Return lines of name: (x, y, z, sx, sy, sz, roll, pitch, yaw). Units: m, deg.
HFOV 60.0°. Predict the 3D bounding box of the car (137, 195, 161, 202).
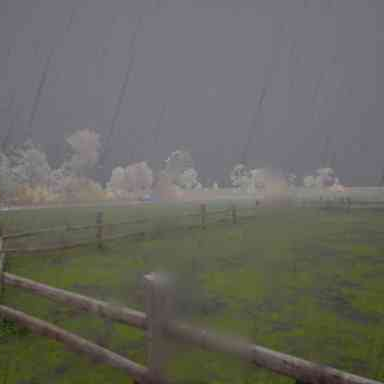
car: (-8.492, 1.213, 66.069, 2.033, 1.411, 5.357, 0, 1, 36)
